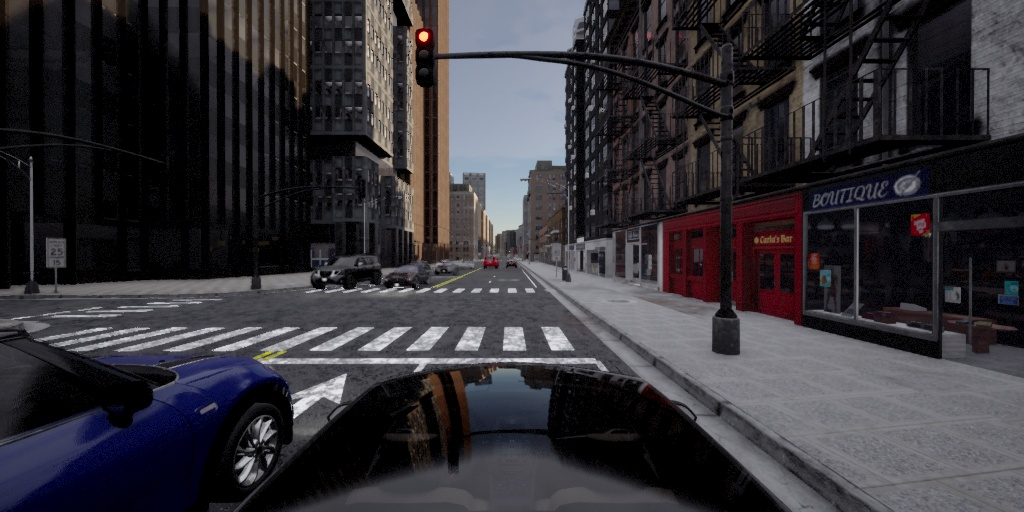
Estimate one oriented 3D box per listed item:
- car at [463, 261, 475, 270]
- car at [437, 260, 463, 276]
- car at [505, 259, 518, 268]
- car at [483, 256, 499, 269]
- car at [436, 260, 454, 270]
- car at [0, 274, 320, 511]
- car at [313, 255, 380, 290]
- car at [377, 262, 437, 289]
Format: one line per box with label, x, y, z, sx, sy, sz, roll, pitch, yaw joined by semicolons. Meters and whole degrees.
car;-6.732;1.366;53.348;1.895;1.301;4.718;0;0;0
car;-6.705;1.323;37.329;1.994;1.385;4.181;0;0;0
car;-0.083;1.273;61.835;1.837;1.490;4.892;0;0;0
car;-3.420;0.988;58.051;2.150;2.045;5.566;0;0;0
car;-9.976;1.291;53.443;1.812;1.442;4.674;0;0;0
car;-3.145;1.102;1.592;2.097;1.767;4.553;0;0;0
car;-10.278;0.975;22.845;2.150;2.045;5.566;0;0;5
car;-6.662;1.302;23.399;2.033;1.411;5.357;0;0;0
